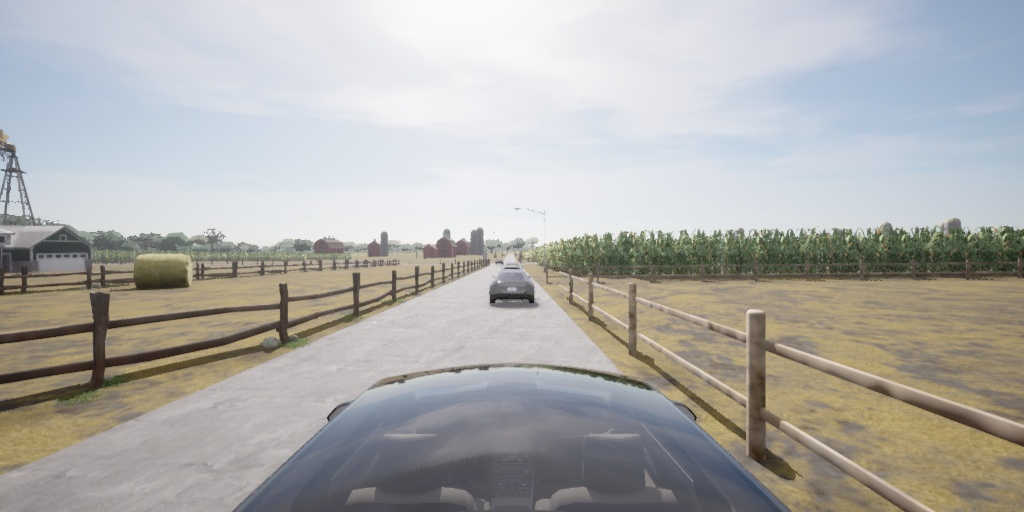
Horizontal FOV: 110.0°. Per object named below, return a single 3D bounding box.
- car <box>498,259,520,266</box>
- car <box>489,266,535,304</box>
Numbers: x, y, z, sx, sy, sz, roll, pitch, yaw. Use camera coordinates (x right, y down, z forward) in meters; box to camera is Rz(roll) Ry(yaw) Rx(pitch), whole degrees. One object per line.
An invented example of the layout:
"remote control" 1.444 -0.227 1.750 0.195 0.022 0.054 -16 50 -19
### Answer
"car" 0.000 1.264 31.506 1.837 1.490 4.892 0 0 0
"car" 0.000 1.319 16.504 1.994 1.385 4.181 0 0 0
